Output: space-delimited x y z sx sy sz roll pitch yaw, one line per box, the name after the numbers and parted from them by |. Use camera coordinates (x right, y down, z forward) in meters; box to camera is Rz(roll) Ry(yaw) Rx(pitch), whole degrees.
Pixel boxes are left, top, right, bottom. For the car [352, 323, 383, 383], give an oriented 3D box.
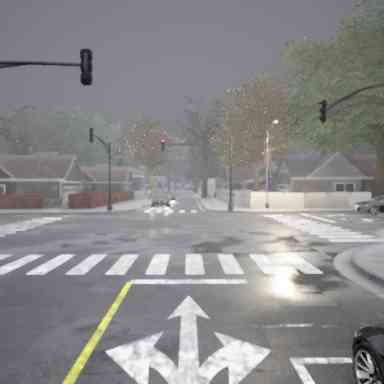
2.619 1.532 1.848 1.947 1.339 4.313 0 1 -1 | car

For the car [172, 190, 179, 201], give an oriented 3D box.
-3.659 0.610 54.785 2.128 1.511 4.902 0 1 0 | car

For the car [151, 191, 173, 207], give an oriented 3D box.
-3.486 0.888 37.874 1.837 1.490 4.892 0 1 -1 | car

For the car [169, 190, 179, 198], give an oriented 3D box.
-3.809 0.398 70.036 1.812 1.442 4.674 0 1 -1 | car

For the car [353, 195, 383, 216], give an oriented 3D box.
14.701 0.967 24.936 4.902 1.511 2.128 0 1 -1 | car
